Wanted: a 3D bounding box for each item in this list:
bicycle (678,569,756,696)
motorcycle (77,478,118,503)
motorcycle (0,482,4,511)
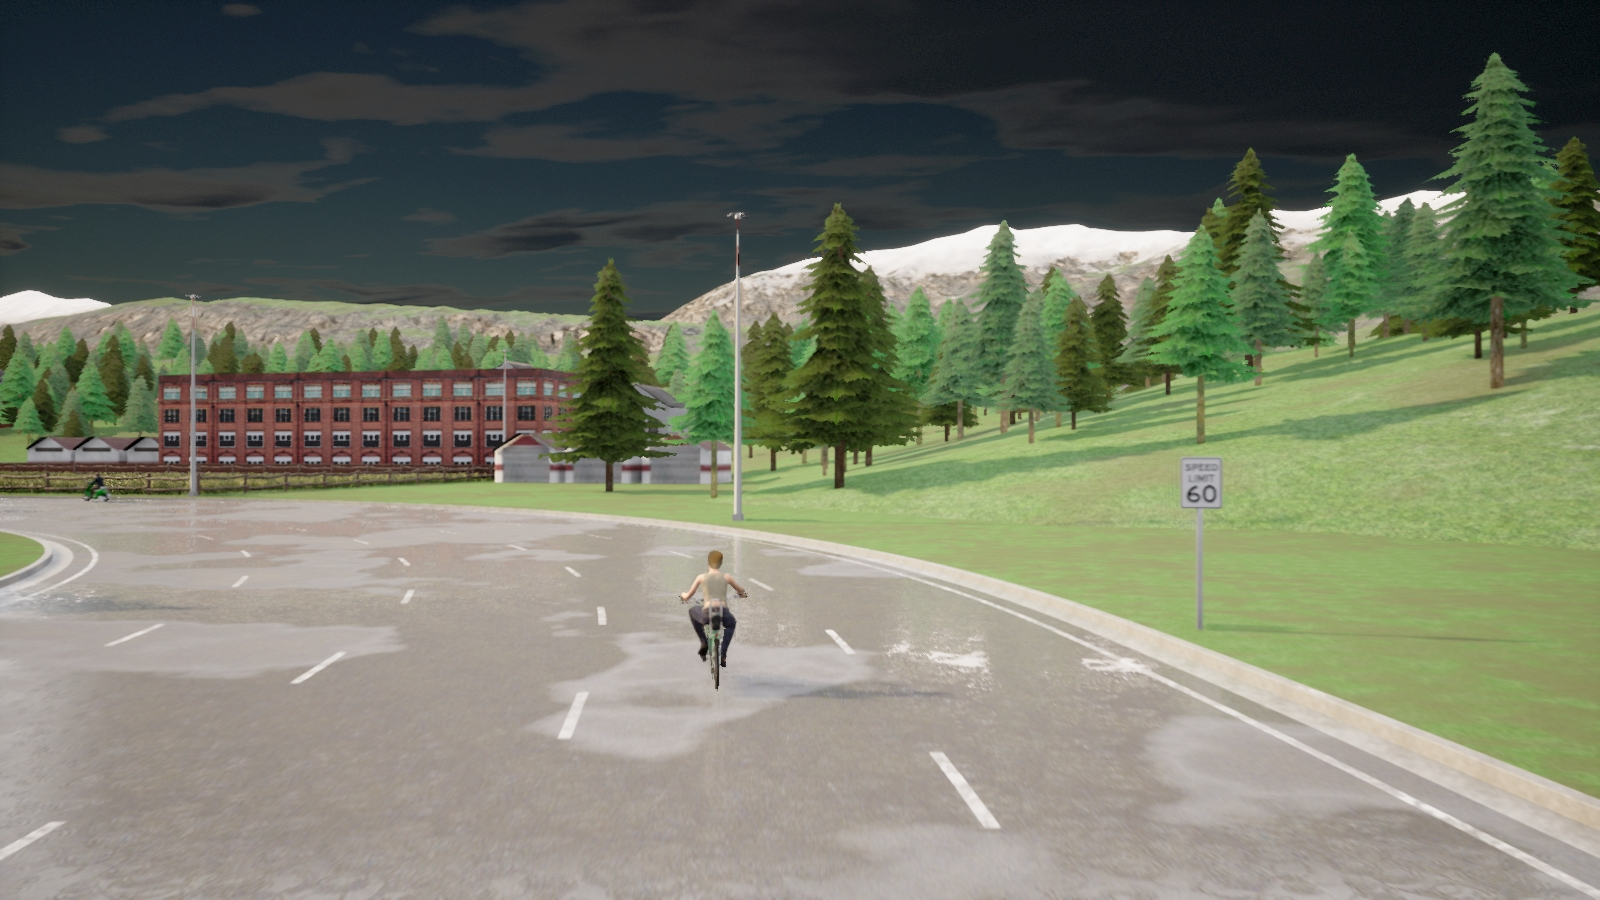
[{"bbox_3d":[-1.029,2.166,13.857,0.859,1.276,1.487,-1,0,-7],"label":"bicycle"},{"bbox_3d":[-38.105,2.179,61.966,1.805,1.316,0.856,0,2,16],"label":"motorcycle"},{"bbox_3d":[-38.063,2.175,53.160,1.805,1.316,0.856,0,3,27],"label":"motorcycle"}]
